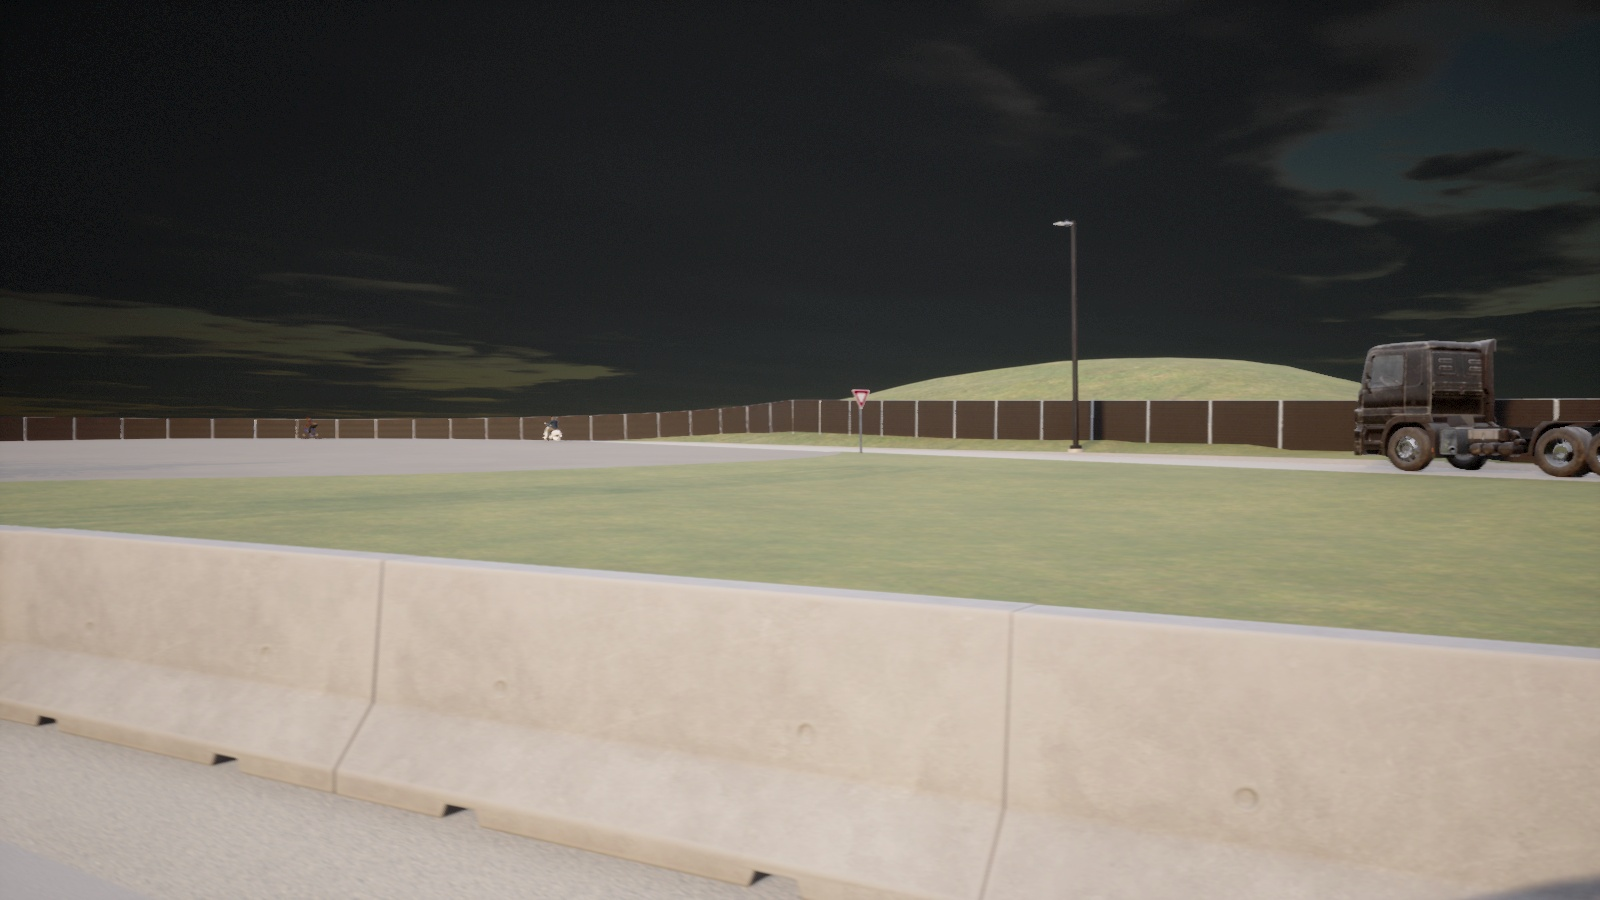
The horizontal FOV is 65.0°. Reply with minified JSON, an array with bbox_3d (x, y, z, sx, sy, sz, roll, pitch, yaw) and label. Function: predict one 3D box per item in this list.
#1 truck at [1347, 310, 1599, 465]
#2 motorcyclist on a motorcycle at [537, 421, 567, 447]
[{"bbox_3d":[17.887,-1.453,30.928,2.891,3.462,7.936,-2,1,-29],"label":"truck"},{"bbox_3d":[-15.508,-1.023,78.575,1.817,1.590,0.866,0,2,39],"label":"motorcyclist on a motorcycle"}]
